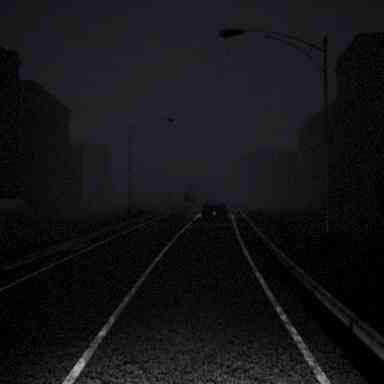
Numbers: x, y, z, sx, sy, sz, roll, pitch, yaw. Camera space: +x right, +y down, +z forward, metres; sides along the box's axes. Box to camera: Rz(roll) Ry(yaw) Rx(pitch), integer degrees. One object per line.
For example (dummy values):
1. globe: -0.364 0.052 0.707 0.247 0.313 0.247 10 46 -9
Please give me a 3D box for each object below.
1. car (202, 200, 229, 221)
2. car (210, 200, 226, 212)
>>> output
1. car: 1.803 1.356 25.867 1.882 1.535 5.008 0 0 6
2. car: 3.222 1.720 40.811 1.812 1.442 4.674 0 -2 5
